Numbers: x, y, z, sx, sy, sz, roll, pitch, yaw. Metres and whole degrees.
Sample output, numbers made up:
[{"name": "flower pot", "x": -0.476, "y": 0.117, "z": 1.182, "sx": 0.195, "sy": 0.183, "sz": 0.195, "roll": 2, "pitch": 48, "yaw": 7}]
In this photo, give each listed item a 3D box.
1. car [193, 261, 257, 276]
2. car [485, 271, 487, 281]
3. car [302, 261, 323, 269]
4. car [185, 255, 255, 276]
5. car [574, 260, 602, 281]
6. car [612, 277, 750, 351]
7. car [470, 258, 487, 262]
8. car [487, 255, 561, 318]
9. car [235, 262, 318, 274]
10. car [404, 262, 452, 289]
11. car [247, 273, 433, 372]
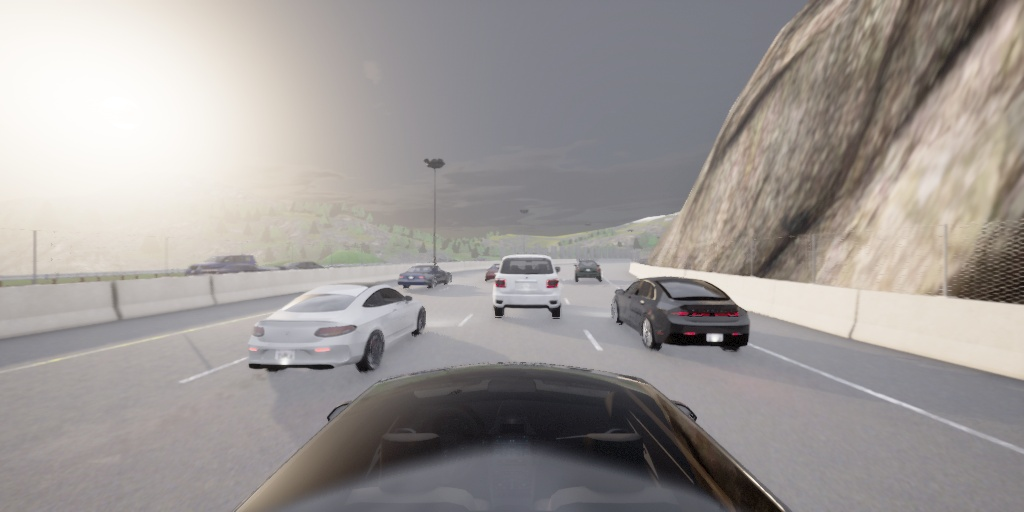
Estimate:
[{"name": "car", "x": -22.434, "y": 1.303, "z": 29.047, "sx": 1.895, "sy": 1.301, "sz": 4.718, "roll": 0, "pitch": 0, "yaw": 9}, {"name": "car", "x": -0.864, "y": 1.316, "z": 29.591, "sx": 1.994, "sy": 1.385, "sz": 4.181, "roll": 0, "pitch": 0, "yaw": 10}, {"name": "car", "x": -18.548, "y": 1.216, "z": 31.067, "sx": 1.837, "sy": 1.490, "sz": 4.892, "roll": 0, "pitch": 0, "yaw": 9}, {"name": "car", "x": -25.525, "y": 0.916, "z": 31.857, "sx": 2.150, "sy": 2.045, "sz": 5.566, "roll": 0, "pitch": 0, "yaw": 9}, {"name": "car", "x": 6.346, "y": 1.121, "z": 30.210, "sx": 2.097, "sy": 1.767, "sz": 4.553, "roll": 0, "pitch": 0, "yaw": 10}, {"name": "car", "x": 3.876, "y": 1.265, "z": 9.061, "sx": 1.837, "sy": 1.490, "sz": 4.892, "roll": 0, "pitch": 0, "yaw": 3}, {"name": "car", "x": -5.992, "y": 1.098, "z": 64.963, "sx": 2.097, "sy": 1.767, "sz": 4.553, "roll": 0, "pitch": 0, "yaw": 20}, {"name": "car", "x": 0.610, "y": 0.975, "z": 13.205, "sx": 2.150, "sy": 2.045, "sz": 5.566, "roll": 0, "pitch": 0, "yaw": 4}, {"name": "car", "x": -15.981, "y": 1.317, "z": 24.686, "sx": 1.895, "sy": 1.301, "sz": 4.718, "roll": 0, "pitch": 0, "yaw": 8}, {"name": "car", "x": -5.444, "y": 1.288, "z": 22.958, "sx": 2.033, "sy": 1.411, "sz": 5.357, "roll": 0, "pitch": 0, "yaw": 7}, {"name": "car", "x": -3.215, "y": 1.269, "z": 7.494, "sx": 1.812, "sy": 1.442, "sz": 4.674, "roll": 0, "pitch": 0, "yaw": 2}]
